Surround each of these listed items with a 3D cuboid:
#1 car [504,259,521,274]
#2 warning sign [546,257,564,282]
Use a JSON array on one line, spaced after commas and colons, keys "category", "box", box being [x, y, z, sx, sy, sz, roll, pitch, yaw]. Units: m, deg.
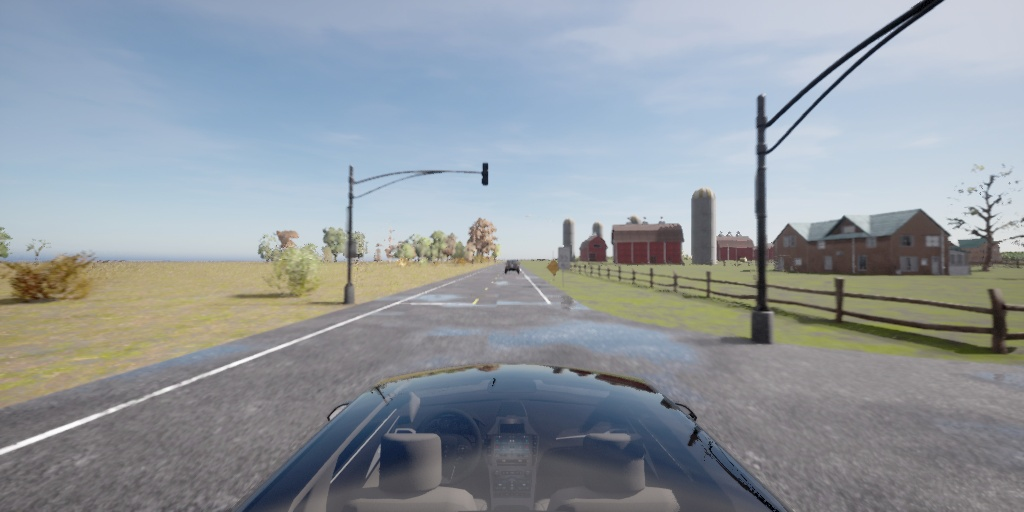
[{"category": "car", "box": [0.023, 1.523, 51.459, 2.150, 2.045, 5.566, 0, -1, 0]}, {"category": "warning sign", "box": [3.560, 1.240, 30.882, 1.300, 1.860, 1.060, 0, 0, 0]}]
